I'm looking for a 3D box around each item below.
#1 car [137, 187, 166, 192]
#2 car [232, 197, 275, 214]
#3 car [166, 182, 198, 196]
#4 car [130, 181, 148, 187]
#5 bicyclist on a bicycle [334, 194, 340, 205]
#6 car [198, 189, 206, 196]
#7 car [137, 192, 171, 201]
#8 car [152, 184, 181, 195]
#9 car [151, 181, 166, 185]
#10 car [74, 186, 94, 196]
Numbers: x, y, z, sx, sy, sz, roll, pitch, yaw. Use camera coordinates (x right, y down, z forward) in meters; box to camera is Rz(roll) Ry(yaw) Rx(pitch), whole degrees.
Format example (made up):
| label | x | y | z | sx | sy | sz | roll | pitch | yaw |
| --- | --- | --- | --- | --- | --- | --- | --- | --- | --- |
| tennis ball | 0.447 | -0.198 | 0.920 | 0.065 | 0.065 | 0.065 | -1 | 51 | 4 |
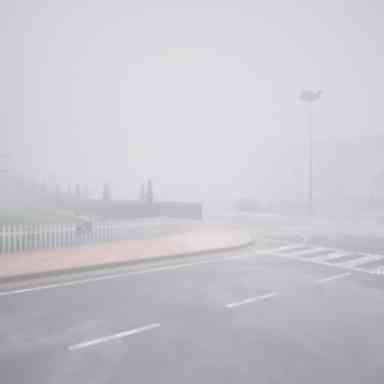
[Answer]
| label | x | y | z | sx | sy | sz | roll | pitch | yaw |
| --- | --- | --- | --- | --- | --- | --- | --- | --- | --- |
| car | -6.457 | 0.596 | 51.015 | 1.882 | 1.535 | 5.008 | 0 | 5 | -37 |
| car | 6.264 | 1.293 | 34.183 | 2.097 | 1.767 | 4.553 | 0 | 0 | -37 |
| car | -2.003 | -0.339 | 62.699 | 2.150 | 2.045 | 5.566 | 0 | 7 | -37 |
| car | -11.067 | -1.469 | 68.928 | 1.882 | 1.535 | 5.008 | 0 | 7 | -37 |
| bicyclist on a bicycle | 21.814 | 1.196 | 50.051 | 1.656 | 1.620 | 0.582 | -1 | 1 | -37 |
| car | 0.521 | -0.015 | 65.167 | 1.895 | 1.301 | 4.718 | 0 | 7 | -37 |
| car | -4.544 | 1.196 | 36.842 | 2.097 | 1.767 | 4.553 | 0 | 2 | -37 |
| car | -4.805 | -0.004 | 60.602 | 2.033 | 1.411 | 5.357 | 0 | 7 | -37 |
| car | -8.243 | -1.594 | 70.995 | 2.097 | 1.767 | 4.553 | 0 | 7 | -37 |
| car | -17.606 | -0.231 | 54.298 | 1.895 | 1.301 | 4.718 | 0 | 7 | -36 |
